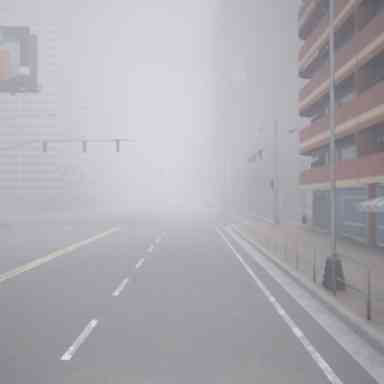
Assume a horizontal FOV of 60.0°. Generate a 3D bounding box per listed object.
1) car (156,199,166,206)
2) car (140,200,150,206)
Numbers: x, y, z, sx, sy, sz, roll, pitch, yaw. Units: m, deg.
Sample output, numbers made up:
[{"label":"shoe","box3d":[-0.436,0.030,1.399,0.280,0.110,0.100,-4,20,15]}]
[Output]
[{"label":"car","box3d":[-7.008,2.337,75.347,2.097,1.767,4.553,0,-1,0]},{"label":"car","box3d":[-10.508,2.520,75.199,2.033,1.411,5.357,0,-1,0]}]
